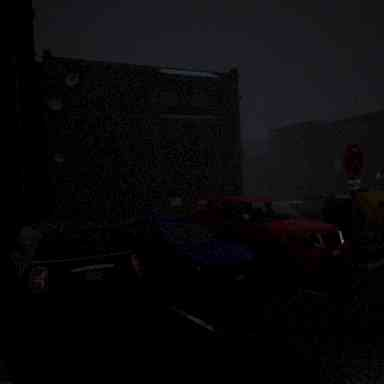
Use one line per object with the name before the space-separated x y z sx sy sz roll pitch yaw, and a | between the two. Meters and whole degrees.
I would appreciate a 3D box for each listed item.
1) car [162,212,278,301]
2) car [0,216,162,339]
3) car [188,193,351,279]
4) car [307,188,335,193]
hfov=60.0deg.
car | -0.508 1.451 8.658 2.097 1.535 5.008 -1 0 -36
car | -2.788 1.350 6.981 2.185 1.767 4.553 0 0 -36
car | 1.902 1.150 10.343 2.435 2.045 5.566 -1 1 -36
car | 15.108 0.341 40.069 2.097 1.767 4.553 -4 0 -22
